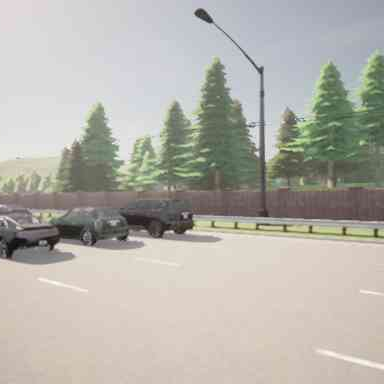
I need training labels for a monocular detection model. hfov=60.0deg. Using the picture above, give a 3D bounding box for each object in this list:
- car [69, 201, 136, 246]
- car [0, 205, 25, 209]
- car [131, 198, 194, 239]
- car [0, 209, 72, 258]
[{"bbox_3d":[-5.237,1.498,16.219,4.553,1.767,2.097,-1,-1,36],"label":"car"},{"bbox_3d":[-15.491,1.804,27.815,4.902,1.511,2.128,-1,0,36],"label":"car"},{"bbox_3d":[-2.508,1.363,18.555,5.566,2.045,2.150,0,0,36],"label":"car"},{"bbox_3d":[-7.332,1.641,13.413,4.902,1.511,2.128,-1,0,36],"label":"car"}]
